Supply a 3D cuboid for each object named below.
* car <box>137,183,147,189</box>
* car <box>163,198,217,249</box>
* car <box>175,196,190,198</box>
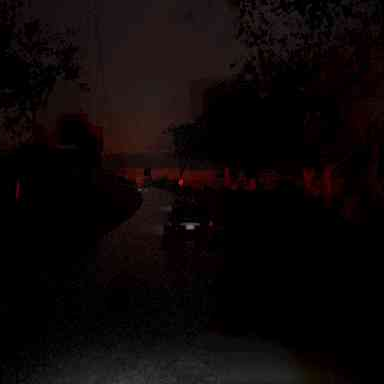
[{"bbox_3d":[-11.386,-1.468,75.579,1.895,1.301,4.718,1,3,-15],"label":"car"},{"bbox_3d":[-0.116,1.327,14.641,2.097,1.767,4.553,0,1,-1],"label":"car"},{"bbox_3d":[-0.837,1.104,29.710,1.882,1.535,5.008,0,2,-4],"label":"car"}]
